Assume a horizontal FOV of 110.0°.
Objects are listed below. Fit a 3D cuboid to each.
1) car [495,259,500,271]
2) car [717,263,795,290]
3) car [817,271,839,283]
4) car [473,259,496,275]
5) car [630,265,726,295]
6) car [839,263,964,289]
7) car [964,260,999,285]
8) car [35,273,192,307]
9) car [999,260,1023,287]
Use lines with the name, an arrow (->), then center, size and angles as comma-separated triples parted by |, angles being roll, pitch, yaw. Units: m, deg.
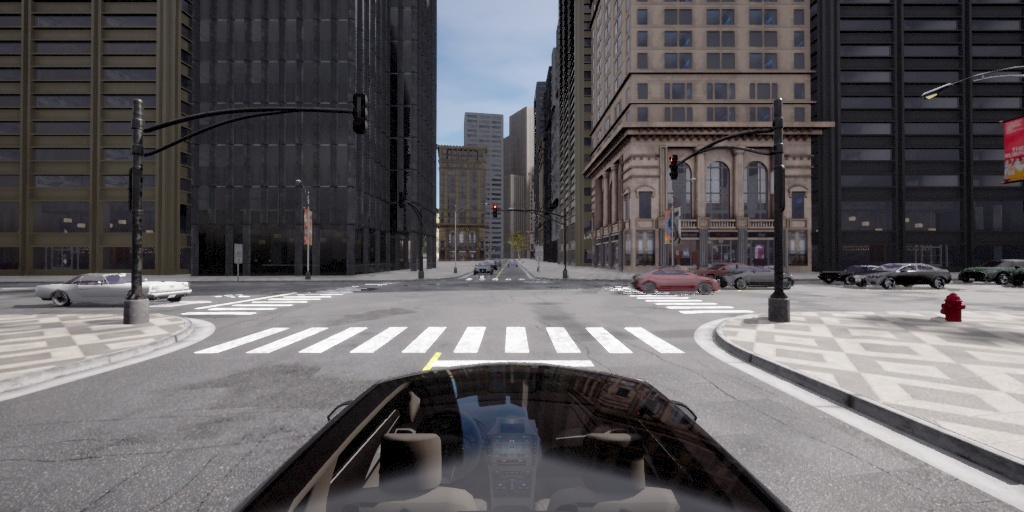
car -> -3.058, 1.304, 51.341 | 1.882, 1.535, 5.008 | 0, 1, 0
car -> 14.480, 1.279, 21.671 | 4.181, 1.385, 1.994 | 0, 0, 0
car -> 24.251, 1.315, 24.934 | 4.718, 1.301, 1.895 | 0, 0, 0
car -> -3.052, 1.361, 39.116 | 1.994, 1.385, 4.181 | 0, 0, -1
car -> 8.420, 1.274, 18.846 | 4.181, 1.385, 1.994 | 0, 0, 7
car -> 23.391, 1.184, 21.680 | 4.902, 1.511, 2.128 | 0, 0, 0
car -> 34.218, 1.043, 24.929 | 4.553, 1.767, 2.097 | 0, 0, 0
car -> -16.375, 1.366, 14.947 | 4.718, 1.301, 1.895 | 0, 0, 0
car -> 33.351, 1.021, 21.679 | 4.553, 1.767, 2.097 | 0, 0, 0
